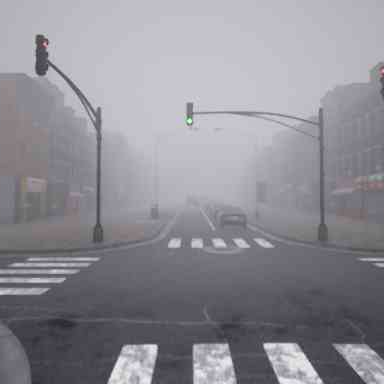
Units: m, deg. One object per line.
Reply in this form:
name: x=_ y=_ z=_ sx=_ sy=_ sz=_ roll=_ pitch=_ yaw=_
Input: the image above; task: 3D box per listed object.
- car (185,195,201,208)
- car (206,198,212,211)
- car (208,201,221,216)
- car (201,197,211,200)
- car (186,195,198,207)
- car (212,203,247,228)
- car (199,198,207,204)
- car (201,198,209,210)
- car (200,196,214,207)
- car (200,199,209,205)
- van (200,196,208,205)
car: x=0.015 y=1.560 z=53.298 sx=2.150 sy=2.045 sz=5.566 roll=0 pitch=-1 yaw=0
car: x=2.657 y=1.690 z=33.790 sx=1.752 sy=1.417 sz=4.829 roll=1 pitch=0 yaw=0
car: x=2.656 y=1.690 z=28.184 sx=1.947 sy=1.339 sz=4.313 roll=1 pitch=0 yaw=0
car: x=2.656 y=1.833 z=50.103 sx=1.752 sy=1.417 sz=4.829 roll=1 pitch=-1 yaw=0
car: x=0.001 y=1.669 z=63.708 sx=2.150 sy=2.045 sz=5.566 roll=0 pitch=-1 yaw=0
car: x=2.657 y=1.656 z=22.747 sx=1.947 sy=1.339 sz=4.313 roll=1 pitch=0 yaw=0
car: x=2.653 y=2.221 z=82.559 sx=1.887 sy=1.381 sz=4.507 roll=1 pitch=-1 yaw=0
car: x=2.655 y=1.820 z=44.496 sx=1.947 sy=1.339 sz=4.313 roll=1 pitch=-1 yaw=0
car: x=2.660 y=1.731 z=60.811 sx=2.192 sy=1.841 sz=5.009 roll=1 pitch=-1 yaw=0
car: x=2.653 y=2.121 z=71.683 sx=1.802 sy=1.307 sz=4.206 roll=1 pitch=-1 yaw=0
van: x=2.658 y=1.947 z=77.124 sx=1.690 sy=1.788 sz=3.998 roll=1 pitch=-1 yaw=0
